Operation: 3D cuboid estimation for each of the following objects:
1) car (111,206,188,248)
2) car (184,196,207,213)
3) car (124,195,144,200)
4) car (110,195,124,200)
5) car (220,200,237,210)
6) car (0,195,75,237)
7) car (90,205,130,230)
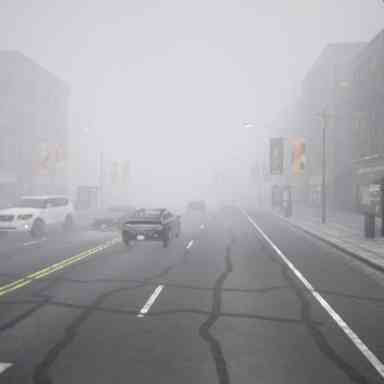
[{"bbox_3d":[-1.669,1.485,14.926,2.128,1.511,4.902,0,0,6],"label":"car"},{"bbox_3d":[0.618,1.464,37.107,1.882,1.535,5.008,0,0,6],"label":"car"},{"bbox_3d":[-14.858,1.558,87.374,4.718,1.301,1.895,0,0,36],"label":"car"},{"bbox_3d":[-19.911,1.481,90.077,4.674,1.452,2.002,0,0,26],"label":"car"},{"bbox_3d":[4.501,1.587,41.410,1.895,1.301,4.718,0,0,4],"label":"car"},{"bbox_3d":[-8.543,1.212,18.470,2.150,2.045,5.566,0,0,6],"label":"car"},{"bbox_3d":[-4.717,1.538,21.437,2.033,1.411,5.357,0,0,6],"label":"car"}]
